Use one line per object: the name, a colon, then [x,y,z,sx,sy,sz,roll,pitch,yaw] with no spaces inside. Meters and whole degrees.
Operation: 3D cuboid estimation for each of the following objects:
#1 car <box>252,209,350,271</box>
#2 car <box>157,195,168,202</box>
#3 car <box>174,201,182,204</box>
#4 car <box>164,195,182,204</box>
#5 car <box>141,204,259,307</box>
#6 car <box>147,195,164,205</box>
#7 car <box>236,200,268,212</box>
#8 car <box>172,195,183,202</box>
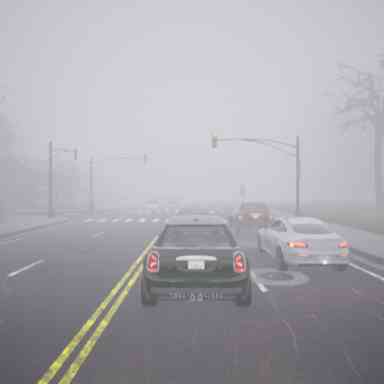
car: [3.351,1.503,10.674,1.812,1.442,4.674,0,0,0]
car: [-6.377,1.411,72.226,1.895,1.301,4.718,0,0,0]
car: [0.071,1.441,17.386,1.882,1.535,5.008,0,0,0]
car: [-3.230,1.367,56.709,1.837,1.490,4.892,0,0,0]
car: [0.090,1.335,8.121,2.097,1.767,4.553,0,0,0]
car: [-6.476,1.353,56.910,2.128,1.511,4.902,0,0,0]
car: [3.342,1.311,19.467,2.097,1.767,4.553,0,0,0]
car: [-3.127,1.341,72.070,2.128,1.511,4.902,0,0,0]
